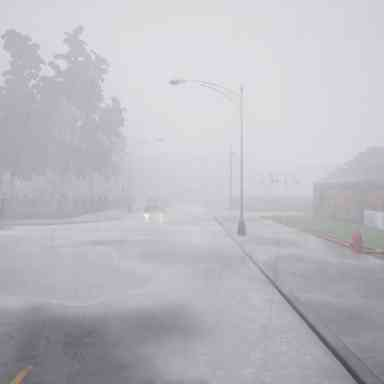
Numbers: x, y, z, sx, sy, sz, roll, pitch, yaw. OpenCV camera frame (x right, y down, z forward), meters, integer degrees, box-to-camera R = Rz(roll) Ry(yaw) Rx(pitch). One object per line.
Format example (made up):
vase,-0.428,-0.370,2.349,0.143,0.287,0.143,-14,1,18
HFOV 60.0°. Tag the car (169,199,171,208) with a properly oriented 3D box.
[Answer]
car,-4.185,1.351,48.161,2.097,1.767,4.553,0,0,0

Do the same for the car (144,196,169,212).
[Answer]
car,-4.183,1.351,37.909,2.097,1.767,4.553,0,0,0
